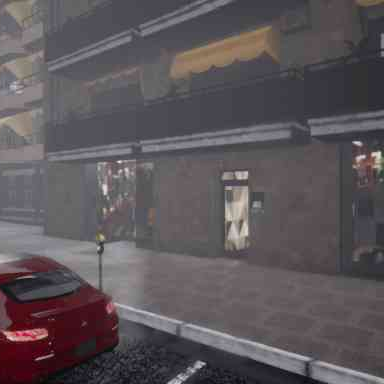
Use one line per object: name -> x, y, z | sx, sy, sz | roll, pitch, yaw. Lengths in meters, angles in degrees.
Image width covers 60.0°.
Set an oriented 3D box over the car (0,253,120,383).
car -> -2.867, 1.583, 4.925 | 4.206, 1.307, 1.802 | 0, 0, 36
